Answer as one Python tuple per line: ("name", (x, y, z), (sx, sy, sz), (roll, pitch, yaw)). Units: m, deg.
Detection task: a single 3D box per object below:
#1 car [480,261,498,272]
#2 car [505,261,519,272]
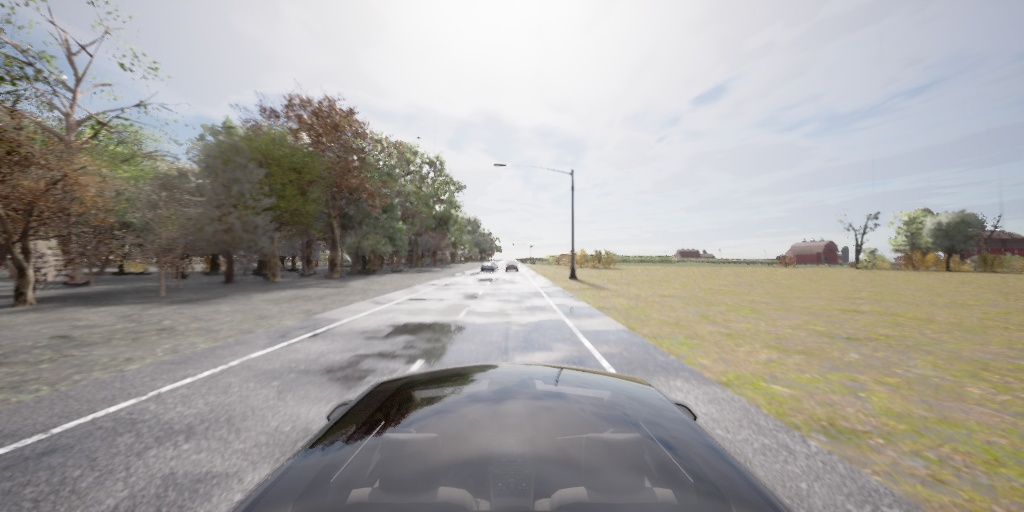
("car", (-3.503, 1.579, 52.358), (1.994, 1.385, 4.181), (0, 0, 0))
("car", (-0.004, 1.541, 52.233), (1.812, 1.442, 4.674), (0, 0, 0))
